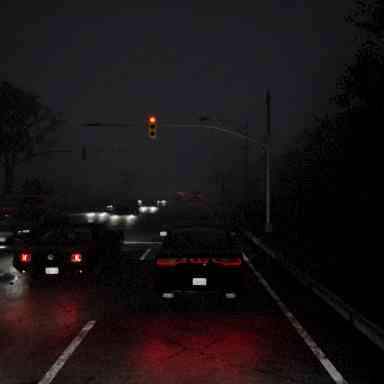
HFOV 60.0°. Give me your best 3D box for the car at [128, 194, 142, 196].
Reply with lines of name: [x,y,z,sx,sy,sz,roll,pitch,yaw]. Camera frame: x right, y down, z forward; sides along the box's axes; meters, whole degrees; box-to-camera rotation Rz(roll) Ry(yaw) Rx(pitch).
car: [-10.043,1.332,54.111,2.097,1.767,4.553,0,1,1]

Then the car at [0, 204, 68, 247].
car: [-6.997,1.491,14.746,2.128,1.511,4.902,0,0,1]

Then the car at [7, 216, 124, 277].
car: [-3.373,1.601,10.199,1.895,1.301,4.718,0,0,-1]

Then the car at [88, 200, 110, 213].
car: [-10.241,1.564,37.614,1.994,1.385,4.181,0,0,1]

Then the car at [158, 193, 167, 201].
car: [-6.296,1.009,68.144,1.994,1.385,4.181,0,3,1]

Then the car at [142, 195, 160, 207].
car: [-6.572,1.597,52.164,1.895,1.301,4.718,0,0,1]

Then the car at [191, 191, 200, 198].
car: [0.815,0.561,77.603,1.895,1.301,4.718,0,3,1]

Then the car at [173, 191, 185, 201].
car: [-2.808,1.070,66.869,2.033,1.411,5.357,0,3,1]

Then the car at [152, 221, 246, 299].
car: [0.153,1.478,8.522,1.882,1.535,5.008,0,0,0]

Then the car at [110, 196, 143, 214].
car: [-6.773,1.478,34.891,1.882,1.535,5.008,0,0,1]

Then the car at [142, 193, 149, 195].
car: [-9.781,0.941,69.251,1.994,1.385,4.181,0,3,1]

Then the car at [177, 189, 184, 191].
car: [-2.689,0.173,77.247,2.097,1.767,4.553,0,3,1]

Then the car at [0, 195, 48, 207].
car: [-10.444,1.220,19.738,2.150,2.045,5.566,0,0,1]

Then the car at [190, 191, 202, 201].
car: [0.792,0.738,66.938,2.150,2.045,5.566,0,3,1]
